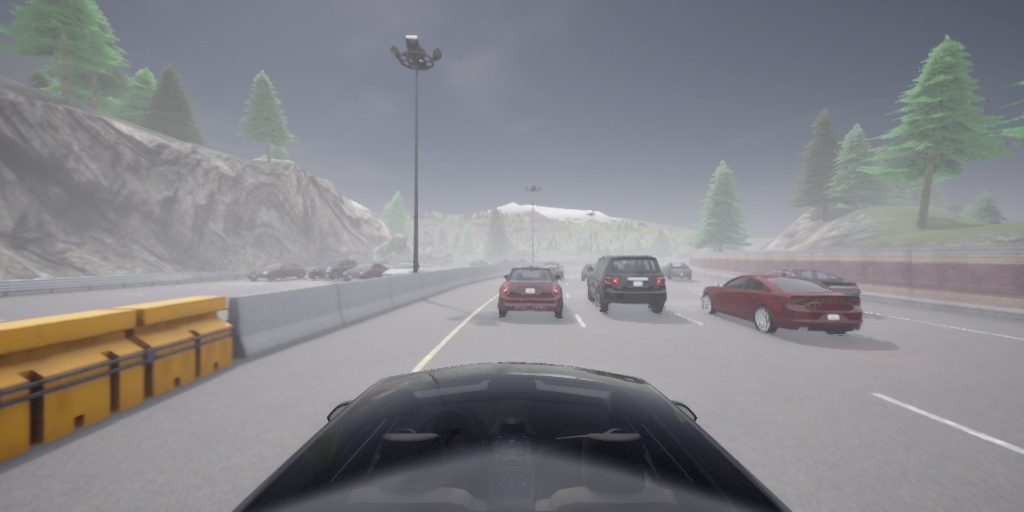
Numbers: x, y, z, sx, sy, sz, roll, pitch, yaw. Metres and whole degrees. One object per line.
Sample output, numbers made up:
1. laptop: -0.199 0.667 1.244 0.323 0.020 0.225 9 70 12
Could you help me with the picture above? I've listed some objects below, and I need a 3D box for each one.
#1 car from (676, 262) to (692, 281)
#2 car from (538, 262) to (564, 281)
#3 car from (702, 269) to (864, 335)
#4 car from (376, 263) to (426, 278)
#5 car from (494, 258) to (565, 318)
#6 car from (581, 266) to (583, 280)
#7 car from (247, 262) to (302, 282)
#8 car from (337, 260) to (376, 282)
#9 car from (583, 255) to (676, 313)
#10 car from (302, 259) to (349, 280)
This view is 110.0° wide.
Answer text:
1. car: 14.248 1.280 31.274 2.128 1.511 4.902 0 0 13
2. car: 3.550 1.284 31.577 1.812 1.442 4.674 0 0 12
3. car: 7.533 1.249 10.680 1.882 1.535 5.008 0 0 4
4. car: -8.156 1.250 27.567 1.812 1.442 4.674 0 0 11
5. car: 0.740 1.103 13.305 2.097 1.767 4.553 0 0 5
6. car: 7.104 1.332 31.388 1.994 1.385 4.181 0 0 12
7. car: -18.599 1.220 28.646 1.812 1.442 4.674 0 0 10
8. car: -11.493 1.241 28.704 1.812 1.442 4.674 0 0 11
9. car: 4.303 0.983 14.197 2.150 2.045 5.566 0 0 5
10. car: -14.777 1.057 30.093 2.097 1.767 4.553 0 0 11
